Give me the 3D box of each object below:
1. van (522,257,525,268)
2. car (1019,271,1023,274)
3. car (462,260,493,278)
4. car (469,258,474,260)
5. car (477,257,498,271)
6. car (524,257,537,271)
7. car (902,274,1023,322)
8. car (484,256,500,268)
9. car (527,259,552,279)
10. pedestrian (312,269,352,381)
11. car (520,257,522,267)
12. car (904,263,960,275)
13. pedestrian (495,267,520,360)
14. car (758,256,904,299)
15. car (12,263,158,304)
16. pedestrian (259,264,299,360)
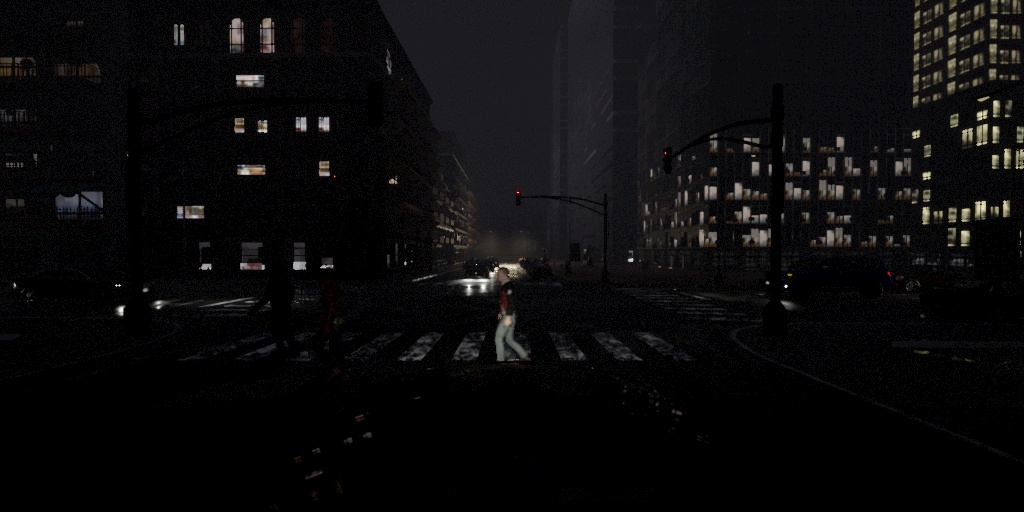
[{"bbox_3d":[2.622,1.045,49.462,1.690,1.789,3.998,0,0,0],"label":"van"},{"bbox_3d":[27.153,1.341,17.999,4.902,1.511,2.128,0,1,1],"label":"car"},{"bbox_3d":[-3.113,1.290,32.864,1.994,1.385,4.181,0,0,0],"label":"car"},{"bbox_3d":[-5.726,1.270,49.423,1.948,1.339,4.313,0,0,0],"label":"car"},{"bbox_3d":[-3.126,1.216,44.176,1.837,1.490,4.892,0,0,0],"label":"car"},{"bbox_3d":[2.630,1.159,38.170,1.967,1.591,4.097,0,0,0],"label":"car"},{"bbox_3d":[16.707,1.445,12.228,4.403,1.370,2.007,0,0,1],"label":"car"},{"bbox_3d":[-3.080,1.049,56.341,2.097,1.767,4.553,0,0,3],"label":"car"},{"bbox_3d":[2.634,1.272,32.525,1.888,1.381,4.507,0,0,0],"label":"car"},{"bbox_3d":[-2.834,1.043,5.619,0.375,1.860,0.375,-1,1,0],"label":"pedestrian"},{"bbox_3d":[2.618,1.240,55.109,1.888,1.381,4.507,0,0,0],"label":"car"},{"bbox_3d":[23.360,1.230,20.780,4.097,1.591,1.967,0,0,1],"label":"car"},{"bbox_3d":[-0.107,1.045,6.348,0.375,1.860,0.375,-1,1,0],"label":"pedestrian"},{"bbox_3d":[15.727,1.020,18.145,5.566,2.045,2.150,0,1,1],"label":"car"},{"bbox_3d":[-18.155,1.184,15.387,4.902,1.511,2.128,0,1,1],"label":"car"},{"bbox_3d":[-4.459,1.042,6.863,0.375,1.860,0.375,-1,1,0],"label":"pedestrian"}]
